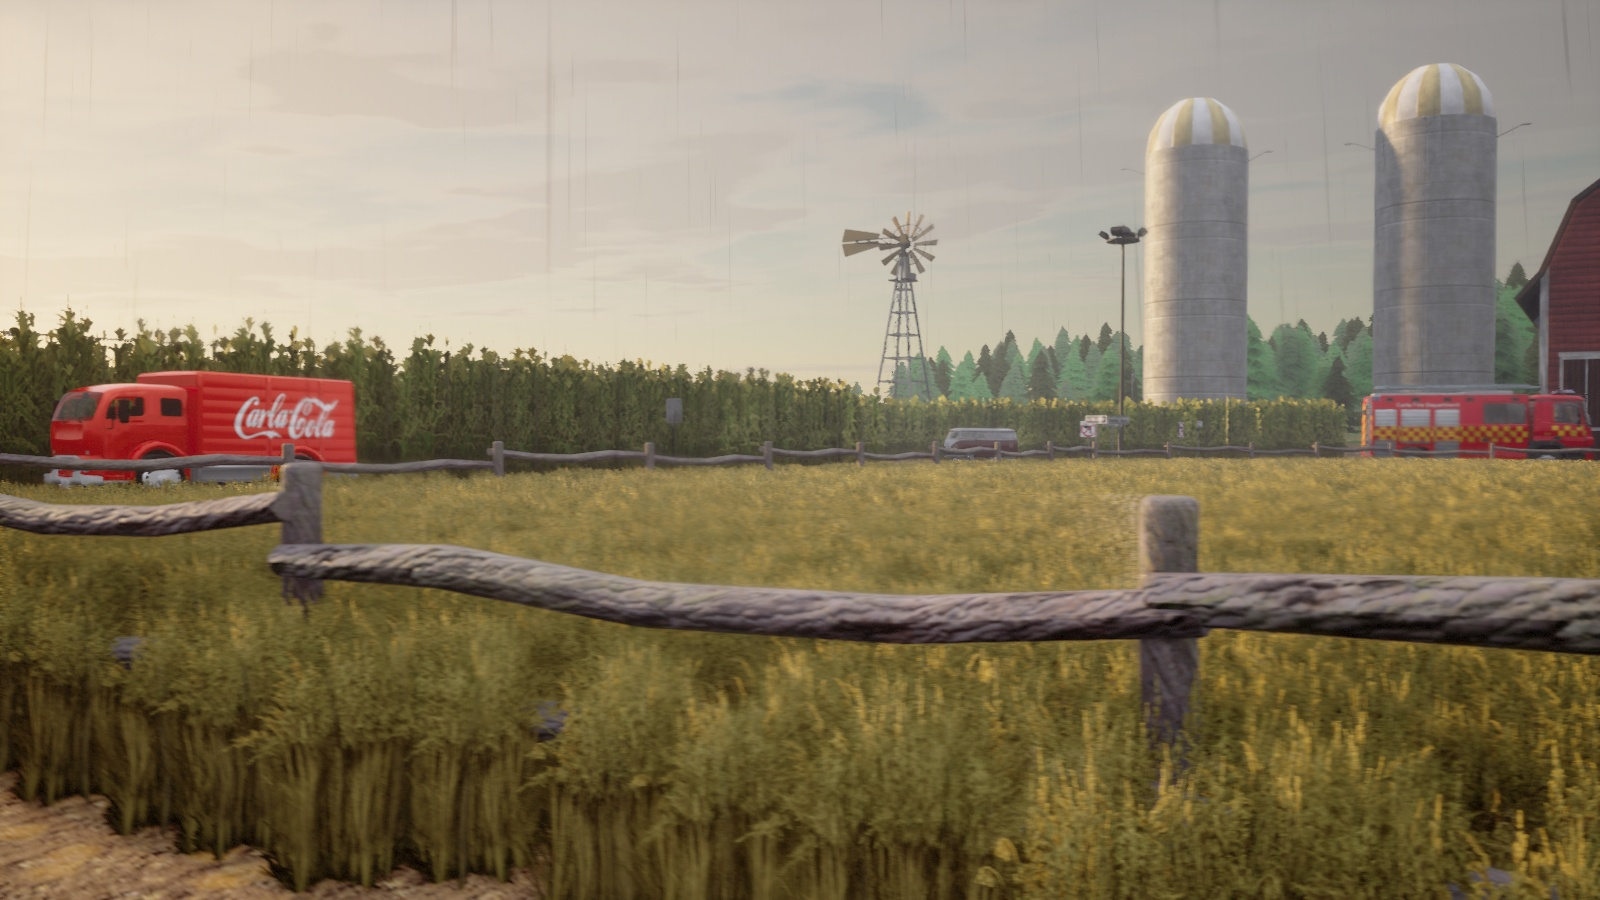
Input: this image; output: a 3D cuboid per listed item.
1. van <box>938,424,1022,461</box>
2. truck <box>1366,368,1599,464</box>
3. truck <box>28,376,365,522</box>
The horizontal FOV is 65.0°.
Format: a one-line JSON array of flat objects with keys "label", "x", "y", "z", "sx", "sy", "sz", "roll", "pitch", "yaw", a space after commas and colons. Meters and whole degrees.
[{"label": "van", "x": 10.131, "y": -0.436, "z": 70.701, "sx": 4.442, "sy": 1.987, "sz": 1.775, "roll": -1, "pitch": 0, "yaw": -27}, {"label": "truck", "x": 28.795, "y": -1.376, "z": 53.148, "sx": 8.468, "sy": 3.827, "sz": 2.891, "roll": 0, "pitch": 1, "yaw": 16}, {"label": "truck", "x": -11.386, "y": -0.033, "z": 24.088, "sx": 2.627, "sy": 2.467, "sz": 5.204, "roll": 0, "pitch": 0, "yaw": 34}]
